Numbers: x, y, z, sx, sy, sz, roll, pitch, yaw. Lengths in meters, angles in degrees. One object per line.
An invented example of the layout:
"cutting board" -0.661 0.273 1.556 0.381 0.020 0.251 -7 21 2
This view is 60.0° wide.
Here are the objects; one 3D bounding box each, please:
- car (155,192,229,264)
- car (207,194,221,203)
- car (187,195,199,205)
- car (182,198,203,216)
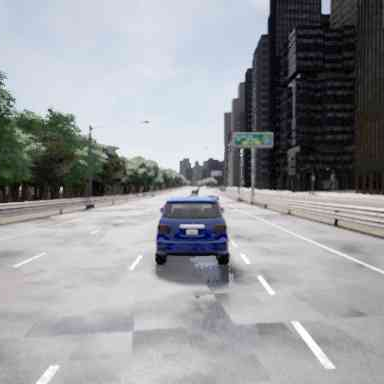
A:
"car" 0.002 1.167 11.715 2.150 2.045 5.566 0 0 0
"car" 3.842 1.118 58.537 2.128 1.511 4.902 0 1 1
"car" 0.174 1.196 51.342 1.837 1.490 4.892 0 0 0
"car" 0.047 1.361 31.330 1.812 1.442 4.674 0 0 0
